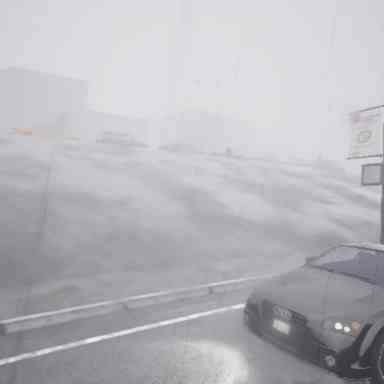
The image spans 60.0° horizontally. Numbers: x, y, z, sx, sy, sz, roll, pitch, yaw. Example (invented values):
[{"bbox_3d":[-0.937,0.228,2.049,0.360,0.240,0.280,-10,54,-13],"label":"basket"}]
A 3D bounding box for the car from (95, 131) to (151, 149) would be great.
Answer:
[{"bbox_3d":[-5.602,-3.927,27.089,4.553,1.767,2.185,2,-1,-30],"label":"car"}]

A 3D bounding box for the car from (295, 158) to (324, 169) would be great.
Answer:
[{"bbox_3d":[13.017,-3.094,39.333,4.553,1.767,2.185,3,-1,-35],"label":"car"}]

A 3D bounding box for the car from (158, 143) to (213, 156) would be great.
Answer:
[{"bbox_3d":[-0.730,-3.563,30.085,4.792,1.488,2.163,2,-1,-32],"label":"car"}]

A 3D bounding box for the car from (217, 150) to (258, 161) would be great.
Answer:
[{"bbox_3d":[3.913,-3.352,33.062,4.674,1.452,2.002,2,-1,-33],"label":"car"}]

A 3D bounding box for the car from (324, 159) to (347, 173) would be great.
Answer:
[{"bbox_3d":[17.543,-2.975,42.649,5.566,2.045,2.435,3,-1,-36],"label":"car"}]

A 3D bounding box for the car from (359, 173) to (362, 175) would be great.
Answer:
[{"bbox_3d":[26.196,-2.138,49.470,4.674,1.452,2.002,4,-2,-39],"label":"car"}]

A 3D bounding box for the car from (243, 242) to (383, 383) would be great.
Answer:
[{"bbox_3d":[2.874,1.555,5.287,4.181,1.385,1.994,0,0,-30],"label":"car"}]

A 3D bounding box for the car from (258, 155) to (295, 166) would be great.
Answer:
[{"bbox_3d":[8.411,-3.192,36.085,4.892,1.521,2.231,2,-1,-34],"label":"car"}]

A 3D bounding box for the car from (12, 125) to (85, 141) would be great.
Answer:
[{"bbox_3d":[-10.376,-4.004,24.308,5.008,1.535,2.097,2,-1,-29],"label":"car"}]
